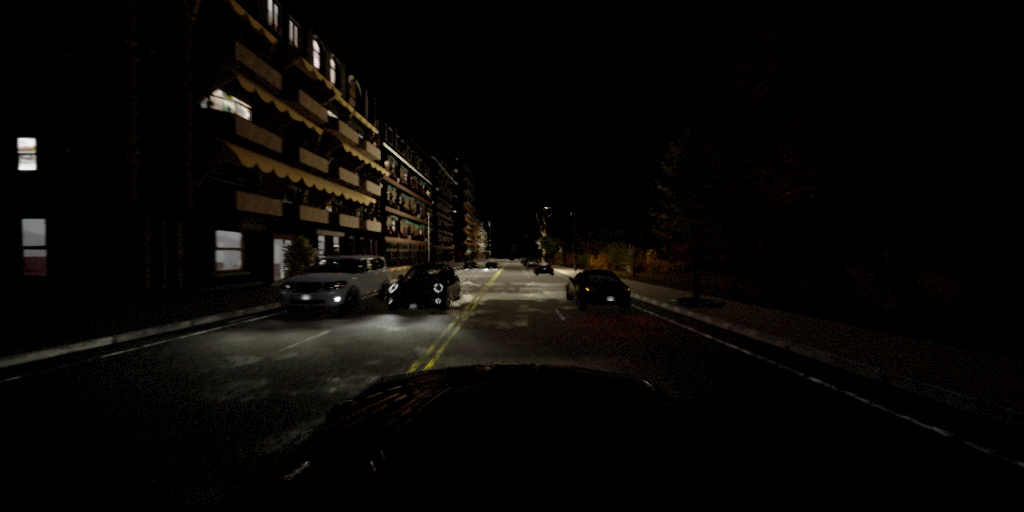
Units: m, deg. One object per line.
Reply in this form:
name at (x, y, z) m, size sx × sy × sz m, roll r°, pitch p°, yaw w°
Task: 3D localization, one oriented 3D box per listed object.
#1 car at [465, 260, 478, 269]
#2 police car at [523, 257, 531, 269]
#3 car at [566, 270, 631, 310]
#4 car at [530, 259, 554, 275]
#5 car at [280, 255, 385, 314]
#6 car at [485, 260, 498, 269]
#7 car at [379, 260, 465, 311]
car at (-6.500, 1.304, 57.429) m, size 2.033 × 1.411 × 5.357 m, roll 0°, pitch 0°, yaw 1°
police car at (3.272, 1.260, 56.479) m, size 2.038 × 1.542 × 4.974 m, roll 0°, pitch 0°, yaw 0°
car at (3.354, 1.276, 14.497) m, size 1.812 × 1.442 × 4.674 m, roll 0°, pitch 0°, yaw 0°
car at (3.365, 1.315, 38.822) m, size 1.994 × 1.385 × 4.181 m, roll 0°, pitch 0°, yaw 0°
car at (-6.591, 0.973, 14.229) m, size 2.150 × 2.045 × 5.566 m, roll 0°, pitch 0°, yaw 0°
car at (-3.253, 1.357, 57.452) m, size 1.895 × 1.301 × 4.718 m, roll 0°, pitch 0°, yaw 1°
car at (-3.337, 1.103, 14.353) m, size 2.097 × 1.767 × 4.553 m, roll 0°, pitch 0°, yaw 0°
